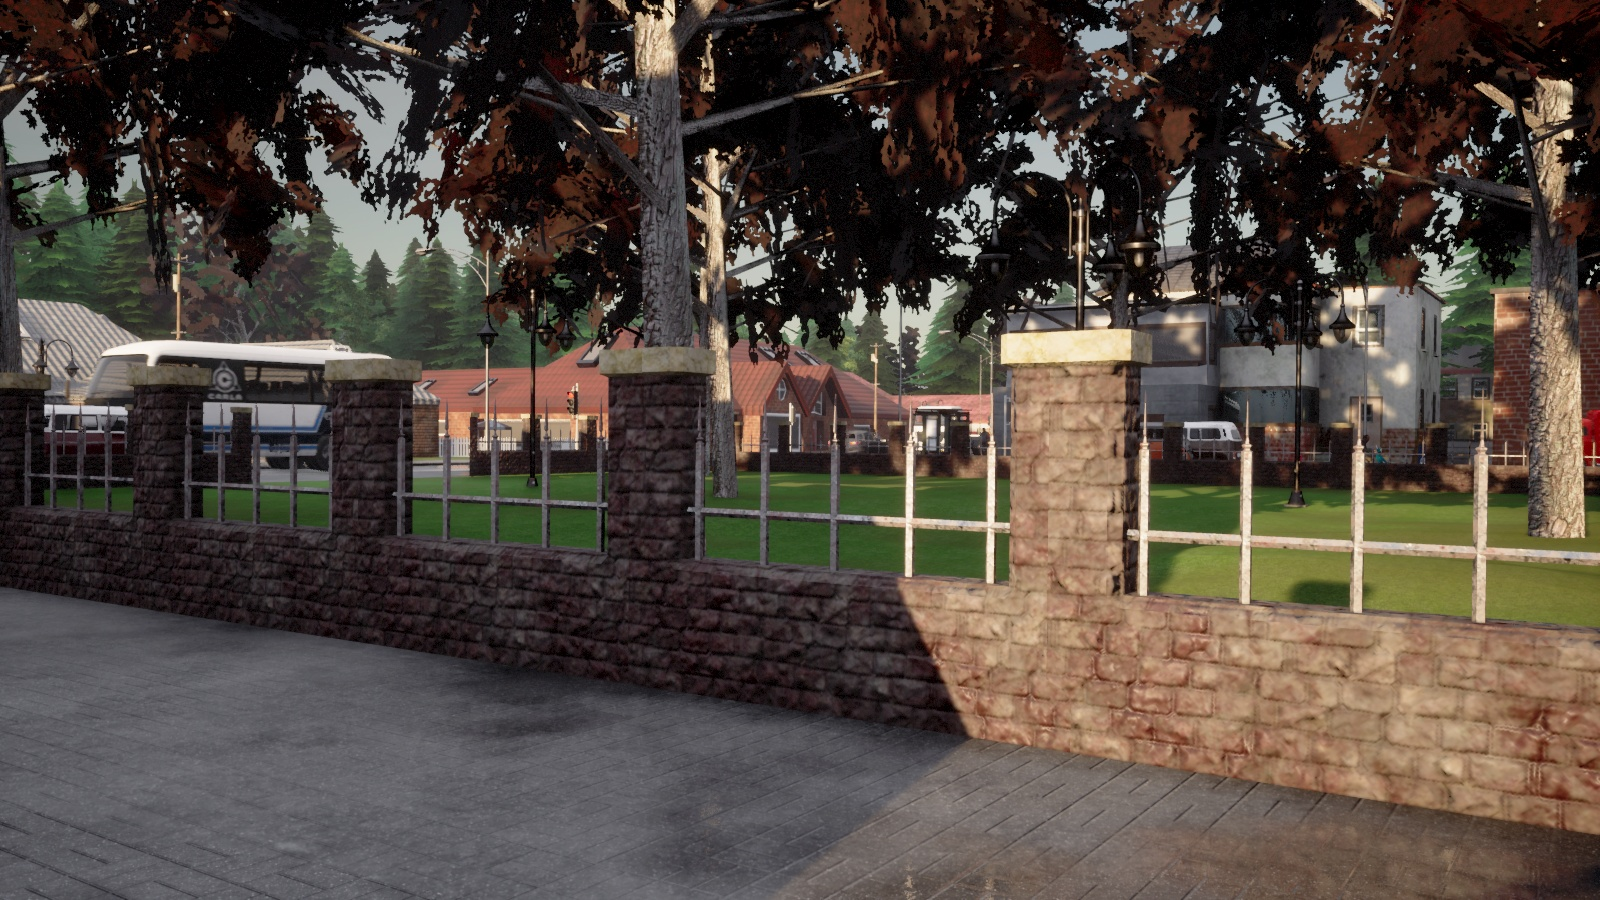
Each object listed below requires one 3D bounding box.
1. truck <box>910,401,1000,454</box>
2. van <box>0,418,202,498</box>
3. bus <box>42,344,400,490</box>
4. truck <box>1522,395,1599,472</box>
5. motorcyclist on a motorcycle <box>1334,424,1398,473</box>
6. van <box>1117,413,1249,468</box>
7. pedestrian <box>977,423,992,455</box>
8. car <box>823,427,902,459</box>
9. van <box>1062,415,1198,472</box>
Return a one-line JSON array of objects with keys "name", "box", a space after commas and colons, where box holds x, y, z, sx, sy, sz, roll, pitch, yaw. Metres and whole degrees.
[{"name": "truck", "box": [10.791, -1.529, 86.497, 2.891, 3.462, 7.936, 0, 1, 34]}, {"name": "van", "box": [-19.074, 0.159, 34.308, 2.069, 2.038, 4.480, 0, 1, 33]}, {"name": "bus", "box": [-18.884, -1.047, 41.938, 3.944, 4.253, 10.273, 0, 1, 33]}, {"name": "truck", "box": [26.725, -0.558, 41.079, 5.204, 2.467, 2.627, 0, 1, 26]}, {"name": "motorcyclist on a motorcycle", "box": [18.643, -0.048, 41.342, 1.817, 1.590, 0.866, 0, 1, 32]}, {"name": "van", "box": [14.834, -0.346, 48.741, 4.480, 2.038, 2.069, 0, 1, 34]}, {"name": "pedestrian", "box": [10.483, -0.628, 71.366, 0.540, 1.848, 0.694, 0, 1, 34]}, {"name": "car", "box": [3.462, -0.389, 68.384, 2.242, 1.667, 4.611, 0, 1, 33]}, {"name": "van", "box": [12.015, -0.249, 45.764, 4.442, 1.987, 1.775, 0, 1, 32]}]
